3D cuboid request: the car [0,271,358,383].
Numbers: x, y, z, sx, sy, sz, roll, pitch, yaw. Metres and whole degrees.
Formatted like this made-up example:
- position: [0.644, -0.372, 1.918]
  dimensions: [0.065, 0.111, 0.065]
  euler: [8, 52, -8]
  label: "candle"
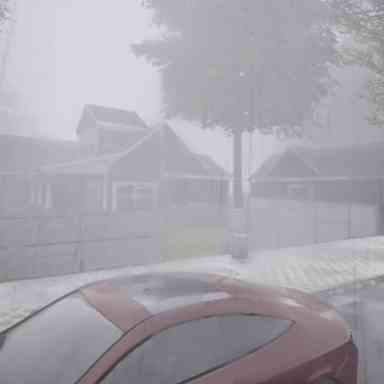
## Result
- position: [-0.502, 1.506, 2.741]
  dimensions: [4.674, 1.442, 1.812]
  euler: [0, 0, -34]
  label: "car"
